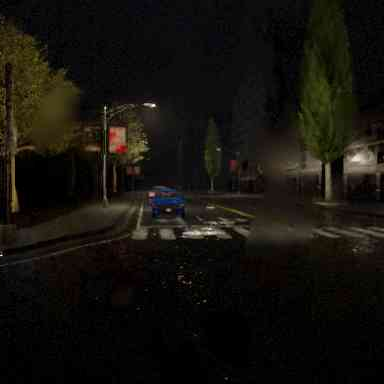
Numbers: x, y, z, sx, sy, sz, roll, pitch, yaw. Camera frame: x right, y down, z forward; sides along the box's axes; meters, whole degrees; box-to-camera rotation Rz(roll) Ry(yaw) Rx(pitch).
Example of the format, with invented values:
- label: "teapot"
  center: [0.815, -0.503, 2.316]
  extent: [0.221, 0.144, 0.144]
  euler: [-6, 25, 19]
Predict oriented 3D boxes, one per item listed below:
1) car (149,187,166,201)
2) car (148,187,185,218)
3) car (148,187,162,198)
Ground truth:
- label: "car"
  center: [-4.166, 0.182, 39.360]
  extent: [1.882, 1.535, 5.008]
  euler: [0, 1, -8]
- label: "car"
  center: [-1.562, 0.634, 20.353]
  extent: [1.882, 1.535, 5.008]
  euler: [0, 1, -7]
- label: "car"
  center: [-5.616, 0.034, 49.864]
  extent: [2.033, 1.411, 5.357]
  euler: [0, 1, -8]
